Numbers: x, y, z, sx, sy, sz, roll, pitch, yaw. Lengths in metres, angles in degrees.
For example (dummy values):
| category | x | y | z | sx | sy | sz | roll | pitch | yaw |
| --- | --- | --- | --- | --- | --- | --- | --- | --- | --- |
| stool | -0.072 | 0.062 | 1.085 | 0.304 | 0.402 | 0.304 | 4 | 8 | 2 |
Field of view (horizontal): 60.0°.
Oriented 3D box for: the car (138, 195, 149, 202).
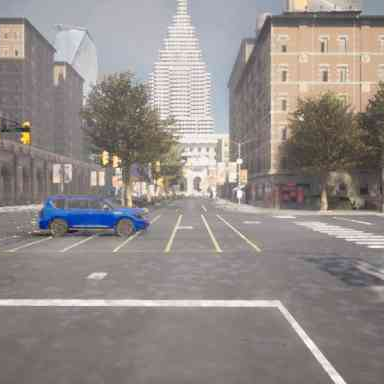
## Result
| category | x | y | z | sx | sy | sz | roll | pitch | yaw |
| --- | --- | --- | --- | --- | --- | --- | --- | --- | --- |
| car | -11.613 | 1.485 | 79.741 | 1.837 | 1.490 | 4.892 | 0 | 0 | 0 |

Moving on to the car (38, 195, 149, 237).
| category | x | y | z | sx | sy | sz | roll | pitch | yaw |
| --- | --- | --- | --- | --- | --- | --- | --- | --- | --- |
| car | -5.079 | 1.221 | 17.463 | 5.566 | 2.045 | 2.150 | 0 | 0 | 0 |

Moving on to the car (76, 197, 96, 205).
| category | x | y | z | sx | sy | sz | roll | pitch | yaw |
| --- | --- | --- | --- | --- | --- | --- | --- | --- | --- |
| car | -18.331 | 1.593 | 57.806 | 1.895 | 1.301 | 4.718 | 0 | 0 | 0 |

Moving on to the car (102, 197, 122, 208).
| category | x | y | z | sx | sy | sz | roll | pitch | yaw |
| --- | --- | --- | --- | --- | --- | --- | --- | --- | --- |
| car | -11.665 | 1.504 | 48.849 | 1.837 | 1.490 | 4.892 | 0 | 0 | 0 |

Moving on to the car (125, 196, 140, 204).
| category | x | y | z | sx | sy | sz | roll | pitch | yaw |
| --- | --- | --- | --- | --- | --- | --- | --- | --- | --- |
| car | -11.618 | 1.545 | 65.304 | 2.033 | 1.411 | 5.357 | 0 | 0 | 1 |
